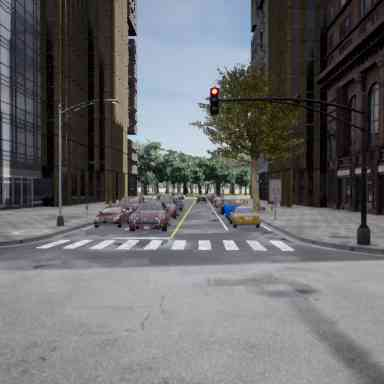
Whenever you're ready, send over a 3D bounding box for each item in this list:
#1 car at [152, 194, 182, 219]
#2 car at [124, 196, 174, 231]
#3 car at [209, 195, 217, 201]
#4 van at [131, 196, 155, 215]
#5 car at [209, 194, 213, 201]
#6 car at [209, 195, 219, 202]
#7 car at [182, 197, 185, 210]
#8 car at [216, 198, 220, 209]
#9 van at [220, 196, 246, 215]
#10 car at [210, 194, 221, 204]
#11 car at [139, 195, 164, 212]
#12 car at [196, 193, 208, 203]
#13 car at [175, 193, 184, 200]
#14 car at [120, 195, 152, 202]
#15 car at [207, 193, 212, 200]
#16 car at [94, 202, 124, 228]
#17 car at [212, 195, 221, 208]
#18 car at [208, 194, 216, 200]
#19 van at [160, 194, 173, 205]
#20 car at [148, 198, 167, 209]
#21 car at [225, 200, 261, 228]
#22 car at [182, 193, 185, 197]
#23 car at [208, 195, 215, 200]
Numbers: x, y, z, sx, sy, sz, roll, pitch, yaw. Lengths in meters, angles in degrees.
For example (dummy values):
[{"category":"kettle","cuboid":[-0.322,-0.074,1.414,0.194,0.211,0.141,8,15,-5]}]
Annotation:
[{"category":"car","cuboid":[-2.270,1.324,28.993,2.097,1.767,4.553,0,0,2]},{"category":"car","cuboid":[-2.452,1.337,20.183,2.097,1.767,4.553,0,0,0]},{"category":"car","cuboid":[4.925,1.429,78.478,1.802,1.307,4.206,0,0,2]},{"category":"van","cuboid":[-4.828,1.306,33.283,1.690,1.788,3.998,-1,0,2]},{"category":"car","cuboid":[4.310,1.462,55.769,2.008,1.369,4.403,-1,0,2]},{"category":"car","cuboid":[4.771,1.415,72.800,2.008,1.369,4.403,0,0,2]},{"category":"car","cuboid":[-1.993,1.554,39.109,1.895,1.301,4.718,0,0,2]},{"category":"car","cuboid":[3.696,1.531,33.061,1.947,1.339,4.313,-1,0,2]},{"category":"van","cuboid":[3.540,1.316,27.383,1.690,1.788,3.998,-1,0,2]},{"category":"car","cuboid":[4.157,1.471,50.092,1.887,1.381,4.507,-1,0,2]},{"category":"car","cuboid":[-4.675,1.269,38.961,2.192,1.841,5.009,-1,0,2]},{"category":"car","cuboid":[1.926,1.389,65.851,1.837,1.490,4.892,0,0,2]},{"category":"car","cuboid":[-3.293,1.128,90.058,2.192,1.841,5.009,0,0,2]},{"category":"car","cuboid":[-4.983,1.290,27.605,2.192,1.841,5.009,-1,0,2]},{"category":"car","cuboid":[4.462,1.211,61.446,2.192,1.841,5.009,-1,0,2]},{"category":"car","cuboid":[-5.133,1.565,21.927,1.802,1.307,4.206,-1,0,2]},{"category":"car","cuboid":[4.008,1.466,44.585,1.752,1.417,4.829,-1,0,2]},{"category":"car","cuboid":[5.082,1.355,84.324,1.752,1.417,4.829,0,0,2]},{"category":"van","cuboid":[-4.214,1.252,55.993,1.690,1.788,3.998,0,0,2]},{"category":"car","cuboid":[-4.519,1.491,44.639,2.008,1.369,4.403,-1,0,2]},{"category":"car","cuboid":[3.393,1.508,21.875,1.752,1.417,4.829,-1,0,2]},{"category":"car","cuboid":[-3.444,1.375,84.381,1.887,1.381,4.507,0,0,2]},{"category":"car","cuboid":[5.232,1.379,89.832,1.947,1.339,4.313,0,0,2]}]
